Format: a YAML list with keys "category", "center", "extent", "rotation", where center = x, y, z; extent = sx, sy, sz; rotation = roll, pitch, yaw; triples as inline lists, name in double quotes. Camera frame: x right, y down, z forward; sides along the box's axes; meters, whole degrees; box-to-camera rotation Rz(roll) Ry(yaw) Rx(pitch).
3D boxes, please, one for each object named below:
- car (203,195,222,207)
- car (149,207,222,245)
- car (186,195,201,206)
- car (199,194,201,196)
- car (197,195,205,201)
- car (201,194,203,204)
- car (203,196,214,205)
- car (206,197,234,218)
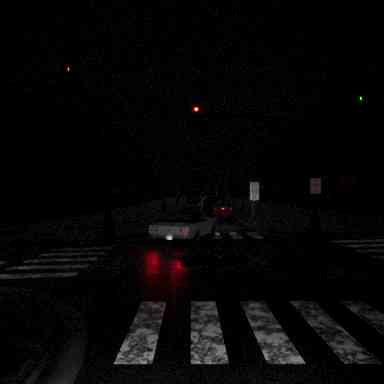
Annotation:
- category: "car"
  center: [2.580, 1.356, 35.138]
  extent: [2.192, 1.841, 5.009]
  rotation: [-1, 0, 0]
- category: "car"
  center: [-0.210, 1.603, 15.852]
  extent: [1.895, 1.301, 4.718]
  rotation: [0, 0, 19]
- category: "car"
  center: [-0.015, 1.664, 55.967]
  extent: [1.994, 1.385, 4.181]
  rotation: [0, 0, 0]
- category: "car"
  center: [2.895, 1.498, 67.907]
  extent: [2.097, 1.767, 4.553]
  rotation: [0, 0, 0]
- category: "car"
  center: [2.498, 1.702, 94.564]
  extent: [1.967, 1.590, 4.097]
  rotation: [-1, 0, 0]
- category: "car"
  center: [2.572, 1.369, 40.541]
  extent: [2.192, 1.841, 5.009]
  rotation: [-1, 0, 0]
- category: "car"
  center: [2.941, 1.575, 61.126]
  extent: [1.801, 1.575, 5.366]
  rotation: [0, 0, 0]
- category: "car"
  center: [2.589, 1.470, 29.736]
  extent: [1.967, 1.590, 4.097]
  rotation: [-1, 0, 0]
